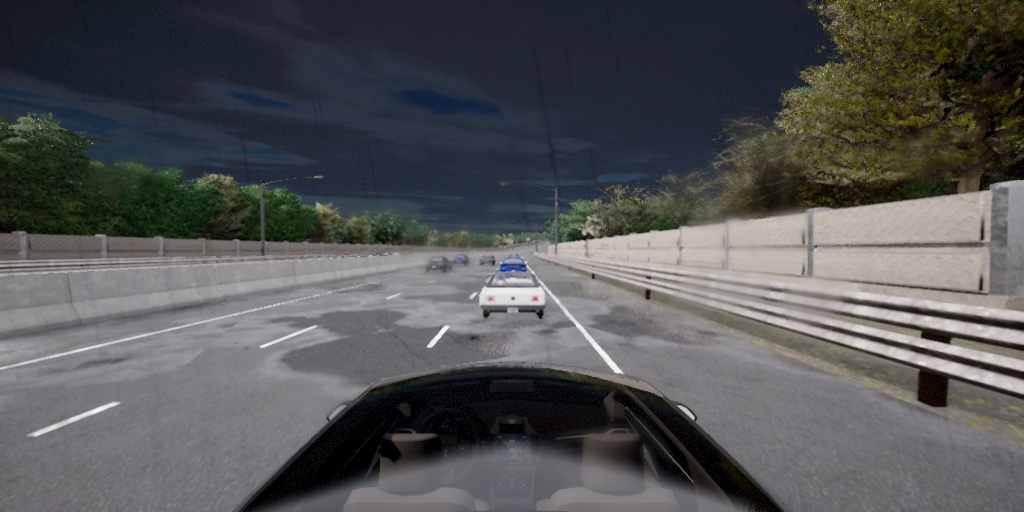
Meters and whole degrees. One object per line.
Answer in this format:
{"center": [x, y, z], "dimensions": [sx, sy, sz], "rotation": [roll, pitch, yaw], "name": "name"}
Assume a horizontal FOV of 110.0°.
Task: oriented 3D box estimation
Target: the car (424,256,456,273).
{"center": [-6.768, 0.747, 33.416], "dimensions": [1.812, 1.442, 4.674], "rotation": [0, 1, 0], "name": "car"}

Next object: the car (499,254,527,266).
{"center": [0.101, 0.818, 26.204], "dimensions": [1.882, 1.535, 5.008], "rotation": [0, 1, 0], "name": "car"}

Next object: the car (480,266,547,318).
{"center": [0.041, 1.176, 12.142], "dimensions": [1.895, 1.301, 4.718], "rotation": [0, 1, 0], "name": "car"}

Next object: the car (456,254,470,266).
{"center": [-6.696, 0.503, 47.812], "dimensions": [1.812, 1.442, 4.674], "rotation": [0, 1, 1], "name": "car"}

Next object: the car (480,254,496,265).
{"center": [-3.205, 0.460, 48.321], "dimensions": [2.128, 1.511, 4.902], "rotation": [0, 1, 0], "name": "car"}
